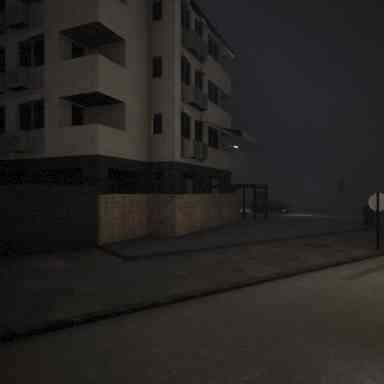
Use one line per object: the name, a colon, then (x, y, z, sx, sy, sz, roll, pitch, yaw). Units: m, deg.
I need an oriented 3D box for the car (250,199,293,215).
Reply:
car: (8.138, 1.499, 34.390, 1.837, 1.490, 4.892, 0, 0, -35)
